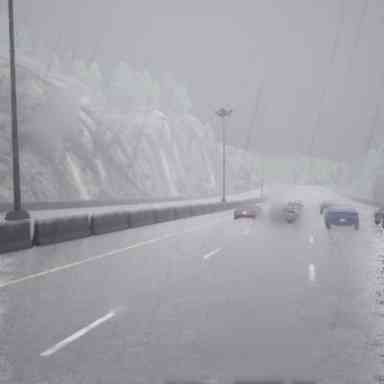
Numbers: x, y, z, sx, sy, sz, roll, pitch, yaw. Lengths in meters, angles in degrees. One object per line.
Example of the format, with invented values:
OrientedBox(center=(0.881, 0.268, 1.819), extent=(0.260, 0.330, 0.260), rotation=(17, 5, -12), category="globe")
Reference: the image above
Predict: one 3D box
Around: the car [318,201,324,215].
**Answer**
OrientedBox(center=(15.042, 1.720, 36.502), extent=(1.837, 1.490, 4.892), rotation=(0, 0, 19), category="car")

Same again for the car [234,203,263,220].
OrientedBox(center=(5.026, 1.684, 29.278), extent=(1.994, 1.385, 4.181), rotation=(0, 0, 20), category="car")

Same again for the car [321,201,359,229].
OrientedBox(center=(10.143, 1.617, 22.774), extent=(1.882, 1.535, 5.008), rotation=(0, -1, 20), category="car")

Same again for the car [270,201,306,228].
OrientedBox(center=(6.591, 1.603, 23.236), extent=(2.128, 1.511, 4.902), rotation=(0, -1, 20), category="car")

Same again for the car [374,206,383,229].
OrientedBox(center=(13.899, 1.644, 22.886), extent=(1.882, 1.535, 5.008), rotation=(0, 0, 20), category="car")
